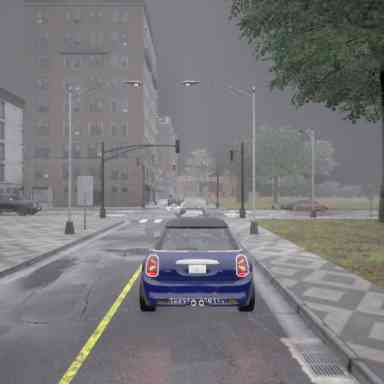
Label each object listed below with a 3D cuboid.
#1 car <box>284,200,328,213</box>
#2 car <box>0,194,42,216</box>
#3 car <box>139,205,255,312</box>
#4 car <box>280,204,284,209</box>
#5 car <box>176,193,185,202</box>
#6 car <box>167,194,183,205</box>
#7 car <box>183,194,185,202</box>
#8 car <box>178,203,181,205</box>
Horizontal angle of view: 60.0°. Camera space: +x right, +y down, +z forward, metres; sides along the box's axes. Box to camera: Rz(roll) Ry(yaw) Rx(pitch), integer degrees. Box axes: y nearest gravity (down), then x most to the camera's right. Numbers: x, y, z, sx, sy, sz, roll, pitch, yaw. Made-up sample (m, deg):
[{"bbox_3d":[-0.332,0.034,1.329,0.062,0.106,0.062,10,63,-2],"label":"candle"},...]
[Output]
[{"bbox_3d":[13.206,1.625,37.898,4.181,1.385,1.994,0,-1,-1],"label":"car"},{"bbox_3d":[-17.137,1.189,31.126,5.566,2.045,2.150,0,-1,0],"label":"car"},{"bbox_3d":[0.093,1.355,7.885,2.097,1.767,4.553,0,0,0],"label":"car"},{"bbox_3d":[13.713,1.645,41.163,5.357,1.411,2.033,0,-1,0],"label":"car"},{"bbox_3d":[-2.949,1.399,83.999,2.150,2.045,5.566,0,0,0],"label":"car"},{"bbox_3d":[-2.985,1.298,55.740,2.150,2.045,5.566,0,0,-2],"label":"car"},{"bbox_3d":[-2.907,1.476,69.569,2.097,1.767,4.553,0,0,0],"label":"car"},{"bbox_3d":[0.017,1.537,17.558,1.812,1.442,4.674,0,0,1],"label":"car"}]
